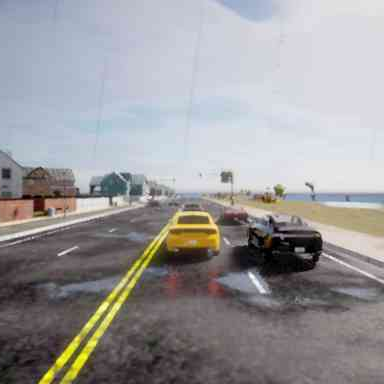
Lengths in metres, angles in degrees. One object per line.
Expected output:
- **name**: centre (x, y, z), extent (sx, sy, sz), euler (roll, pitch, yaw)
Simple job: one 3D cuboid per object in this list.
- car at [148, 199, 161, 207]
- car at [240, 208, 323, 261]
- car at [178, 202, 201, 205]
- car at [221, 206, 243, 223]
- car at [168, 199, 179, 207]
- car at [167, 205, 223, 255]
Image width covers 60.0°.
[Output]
- **car**: centre (-6.513, 1.904, 58.498), extent (1.994, 1.385, 4.181), euler (0, 0, 0)
- **car**: centre (3.297, 1.557, 12.533), extent (2.128, 1.511, 4.902), euler (0, 0, 1)
- **car**: centre (0.055, 1.655, 27.569), extent (1.837, 1.490, 4.892), euler (0, 0, 1)
- **car**: centre (3.297, 1.745, 26.917), extent (1.895, 1.301, 4.718), euler (0, 0, 1)
- **car**: centre (-3.240, 1.899, 60.418), extent (2.033, 1.411, 5.357), euler (0, 0, 0)
- **car**: centre (0.058, 1.549, 13.719), extent (1.882, 1.535, 5.008), euler (0, 0, 1)
